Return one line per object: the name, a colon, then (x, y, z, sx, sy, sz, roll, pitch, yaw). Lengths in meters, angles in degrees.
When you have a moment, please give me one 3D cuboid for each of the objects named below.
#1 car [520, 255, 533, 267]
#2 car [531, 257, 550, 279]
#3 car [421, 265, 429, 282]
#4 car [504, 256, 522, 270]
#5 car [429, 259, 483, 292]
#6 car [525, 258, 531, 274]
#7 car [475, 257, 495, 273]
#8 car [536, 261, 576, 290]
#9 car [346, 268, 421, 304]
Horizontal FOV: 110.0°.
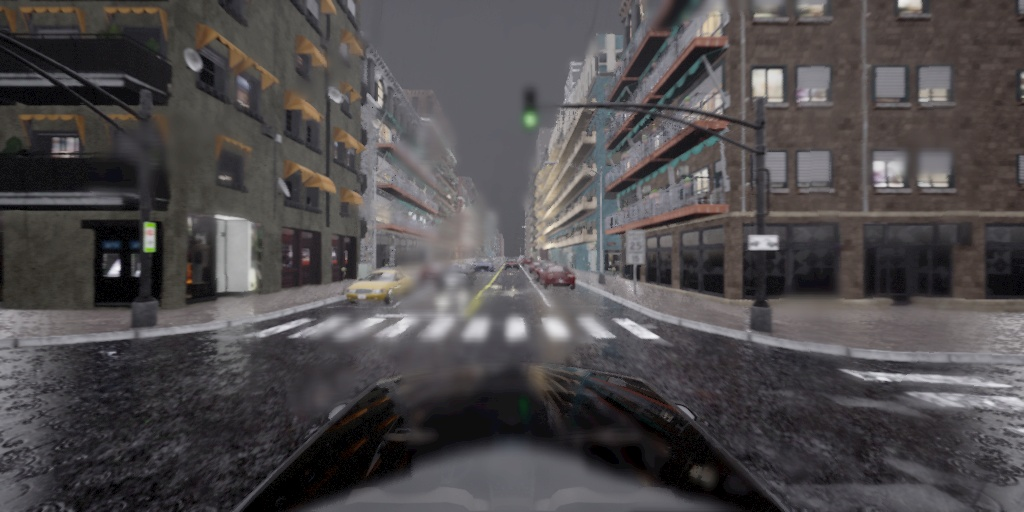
car: (2.700, 0.813, 60.318, 2.192, 1.841, 5.009, 0, 0, 0)
car: (2.695, 1.078, 27.177, 1.967, 1.591, 4.097, 0, 0, 0)
car: (-5.686, 1.184, 27.192, 1.888, 1.381, 4.507, 0, 0, 0)
car: (0.008, 1.059, 47.078, 1.837, 1.490, 4.892, 0, 0, 0)
car: (-3.093, 1.156, 20.842, 2.128, 1.511, 4.902, 0, 0, 0)
car: (2.697, 1.173, 38.223, 1.802, 1.307, 4.207, 0, 0, 0)
car: (-3.071, 0.936, 39.848, 2.097, 1.767, 4.553, 0, 0, 0)
car: (2.695, 1.208, 21.653, 1.888, 1.381, 4.507, 0, 0, 0)
car: (-5.687, 1.212, 15.975, 1.751, 1.417, 4.829, 0, 0, 0)
